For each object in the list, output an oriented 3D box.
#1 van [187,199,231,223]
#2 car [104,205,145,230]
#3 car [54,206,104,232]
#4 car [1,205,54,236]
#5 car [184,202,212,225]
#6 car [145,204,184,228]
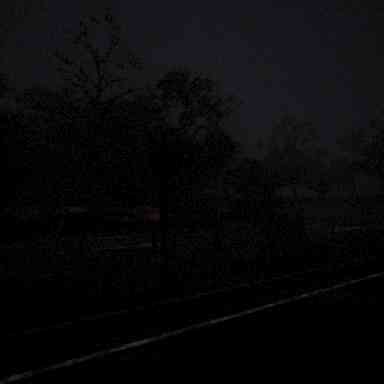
[{"bbox_3d":[1.371,1.559,27.583,1.878,1.987,4.442,1,-1,-36],"label":"van"},{"bbox_3d":[-5.487,1.689,22.855,2.163,1.488,4.792,1,-1,-36],"label":"car"},{"bbox_3d":[-7.722,1.619,21.213,2.231,1.521,4.892,1,-1,-36],"label":"car"},{"bbox_3d":[-9.986,1.577,19.607,2.097,1.535,5.008,1,-1,-36],"label":"car"},{"bbox_3d":[-0.973,1.773,26.086,2.163,1.488,4.792,1,-1,-36],"label":"car"},{"bbox_3d":[-3.106,1.698,24.295,1.946,1.575,5.366,1,-1,-36],"label":"car"}]
